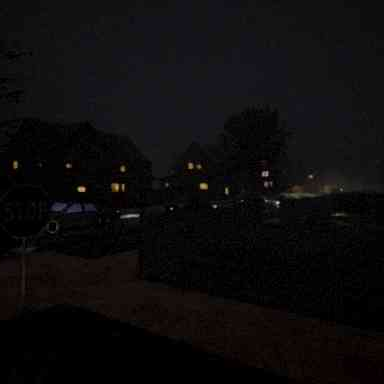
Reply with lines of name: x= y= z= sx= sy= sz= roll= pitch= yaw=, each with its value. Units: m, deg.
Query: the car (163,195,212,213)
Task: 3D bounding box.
car: x=-0.242 y=0.944 z=24.939 sx=1.994 sy=1.385 sz=4.181 roll=1 pitch=2 yaw=36

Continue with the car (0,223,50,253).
car: x=-6.836 y=1.410 z=10.462 sx=1.895 sy=1.301 sz=4.718 roll=0 pitch=2 yaw=10

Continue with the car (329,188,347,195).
car: x=22.950 y=0.111 z=52.122 sx=1.837 sy=1.490 sz=4.892 roll=1 pitch=2 yaw=35

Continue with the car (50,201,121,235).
car: x=-6.070 y=1.164 z=16.804 sx=2.033 sy=1.411 sz=5.357 roll=1 pitch=2 yaw=34

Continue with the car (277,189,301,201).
car: x=12.503 y=0.397 z=42.560 sx=1.812 sy=1.442 sz=4.674 roll=1 pitch=2 yaw=36

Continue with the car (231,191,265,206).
car: x=5.668 y=0.646 z=33.150 sx=1.837 sy=1.490 sz=4.892 roll=1 pitch=2 yaw=36
